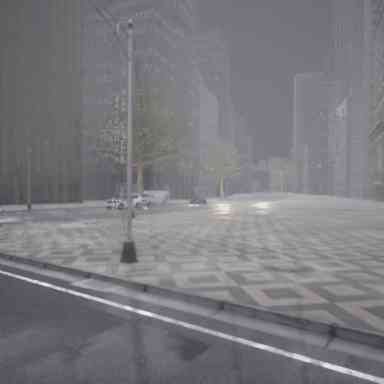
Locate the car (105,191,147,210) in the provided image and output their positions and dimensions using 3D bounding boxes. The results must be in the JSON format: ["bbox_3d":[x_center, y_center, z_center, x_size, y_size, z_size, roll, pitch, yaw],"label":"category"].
[{"bbox_3d":[-8.733,1.236,43.091,2.150,2.045,5.566,1,0,30],"label":"car"}]

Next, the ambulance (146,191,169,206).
[{"bbox_3d":[-6.209,1.010,53.845,2.351,2.431,6.366,1,0,29],"label":"ambulance"}]

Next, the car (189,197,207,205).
[{"bbox_3d":[1.117,1.585,60.738,1.994,1.385,4.181,1,0,27],"label":"car"}]
